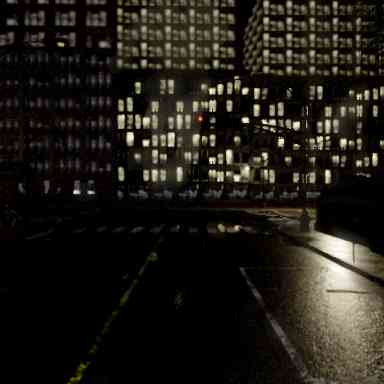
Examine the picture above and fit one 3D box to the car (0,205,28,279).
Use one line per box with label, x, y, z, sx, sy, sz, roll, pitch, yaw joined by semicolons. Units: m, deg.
car;-5.384;1.245;6.967;2.192;1.841;5.009;0;1;0
